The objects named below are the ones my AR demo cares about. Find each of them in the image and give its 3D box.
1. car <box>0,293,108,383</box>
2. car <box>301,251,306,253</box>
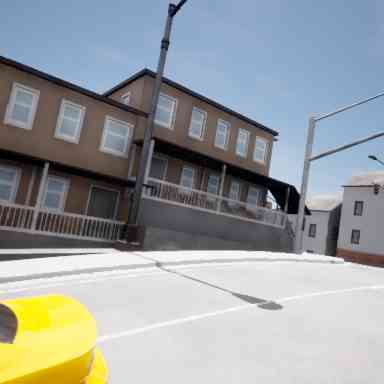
[{"bbox_3d":[-3.014,1.470,1.826,5.008,1.535,1.882,-1,0,-35],"label":"car"},{"bbox_3d":[9.746,6.040,30.367,1.994,1.385,4.181,14,-17,-34],"label":"car"}]
